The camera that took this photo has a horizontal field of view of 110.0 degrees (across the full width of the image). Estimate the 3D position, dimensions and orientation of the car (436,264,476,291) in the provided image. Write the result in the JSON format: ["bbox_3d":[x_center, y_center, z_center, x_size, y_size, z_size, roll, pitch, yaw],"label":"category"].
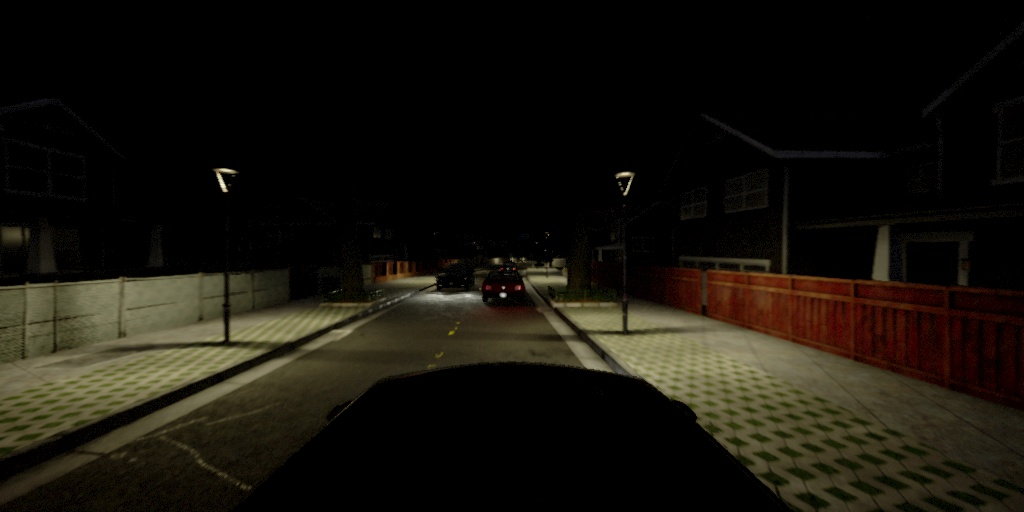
[{"bbox_3d":[-3.325,1.226,22.042,1.882,1.535,5.008,0,0,0],"label":"car"}]

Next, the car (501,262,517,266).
[{"bbox_3d":[-0.274,1.294,37.104,2.033,1.411,5.357,0,0,2],"label":"car"}]

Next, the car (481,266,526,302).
[{"bbox_3d":[-0.382,1.342,17.093,1.895,1.301,4.718,0,0,-1],"label":"car"}]
